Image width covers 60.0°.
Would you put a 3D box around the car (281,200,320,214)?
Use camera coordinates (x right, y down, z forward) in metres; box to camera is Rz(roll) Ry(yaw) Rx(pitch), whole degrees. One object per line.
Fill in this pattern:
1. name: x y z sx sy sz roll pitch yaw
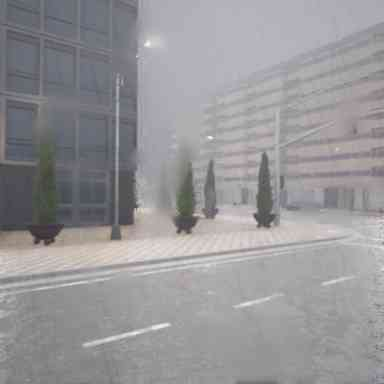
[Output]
1. car: 13.301 1.802 41.001 1.837 1.490 4.892 1 -1 -35
